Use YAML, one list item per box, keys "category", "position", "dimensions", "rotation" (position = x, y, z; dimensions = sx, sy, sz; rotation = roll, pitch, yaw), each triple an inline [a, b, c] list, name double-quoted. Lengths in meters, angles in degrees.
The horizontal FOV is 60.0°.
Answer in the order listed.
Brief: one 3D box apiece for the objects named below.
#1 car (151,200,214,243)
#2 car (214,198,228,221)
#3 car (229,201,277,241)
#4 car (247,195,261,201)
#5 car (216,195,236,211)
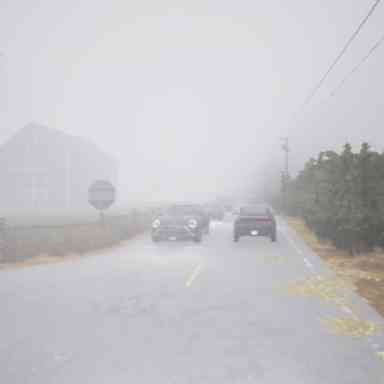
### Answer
- category: "car"
  position: [-0.421, 1.315, 15.891]
  dimensions: [2.097, 1.767, 4.553]
  rotation: [-1, 0, 10]
- category: "car"
  position: [1.463, 1.467, 26.135]
  dimensions: [1.994, 1.385, 4.181]
  rotation: [-1, 0, 10]
- category: "car"
  position: [3.029, 1.408, 16.107]
  dimensions: [1.837, 1.490, 4.892]
  rotation: [0, 0, 11]
- category: "car"
  position: [9.027, 1.188, 48.464]
  dimensions: [1.882, 1.535, 5.008]
  rotation: [-1, 0, 10]
- category: "car"
  position: [3.299, 1.196, 36.054]
  dimensions: [2.097, 1.767, 4.553]
  rotation: [-1, 0, 10]
